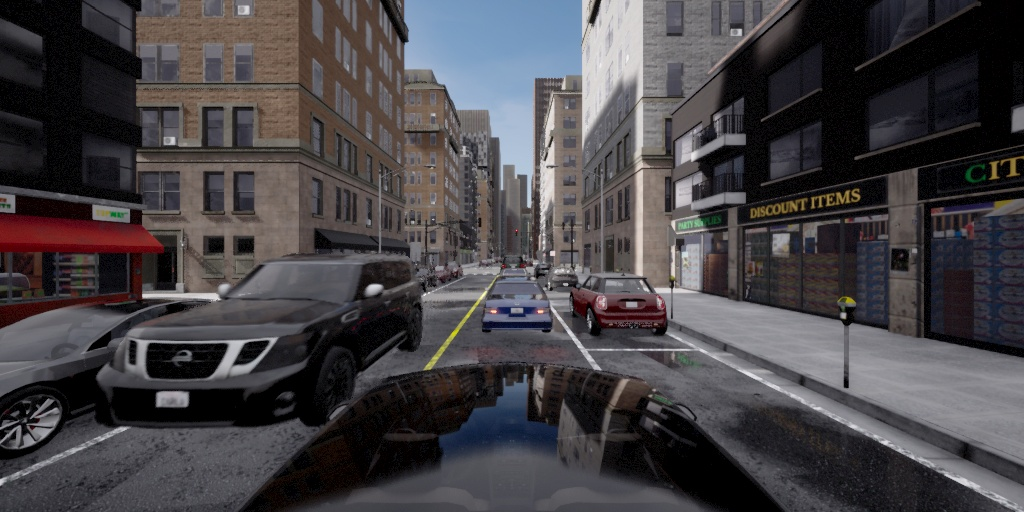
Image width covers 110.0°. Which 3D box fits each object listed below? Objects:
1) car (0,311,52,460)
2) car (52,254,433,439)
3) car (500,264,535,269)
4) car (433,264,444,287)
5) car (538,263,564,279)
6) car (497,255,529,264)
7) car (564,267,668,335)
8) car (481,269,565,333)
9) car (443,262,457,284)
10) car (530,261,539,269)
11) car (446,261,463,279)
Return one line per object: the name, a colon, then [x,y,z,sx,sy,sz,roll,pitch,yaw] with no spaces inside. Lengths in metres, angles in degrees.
car: [-5.664,1.316,5.040,1.948,1.339,4.313,0,0,0]
car: [-3.104,0.971,6.069,2.150,2.045,5.566,0,0,1]
car: [0.145,1.352,21.241,1.895,1.301,4.718,0,0,0]
car: [-5.624,1.317,21.544,1.948,1.339,4.313,0,0,0]
car: [2.902,1.301,21.523,2.007,1.370,4.403,0,0,0]
car: [0.078,0.975,31.273,2.150,2.045,5.566,0,0,-1]
car: [2.875,1.190,10.520,1.967,1.591,4.097,0,0,0]
car: [0.121,1.297,10.736,2.033,1.411,5.357,0,0,0]
car: [-5.610,1.334,27.045,1.802,1.307,4.207,0,0,0]
car: [2.929,1.319,32.526,1.948,1.339,4.313,0,0,0]
car: [-5.597,1.193,32.547,1.967,1.591,4.097,0,0,0]
